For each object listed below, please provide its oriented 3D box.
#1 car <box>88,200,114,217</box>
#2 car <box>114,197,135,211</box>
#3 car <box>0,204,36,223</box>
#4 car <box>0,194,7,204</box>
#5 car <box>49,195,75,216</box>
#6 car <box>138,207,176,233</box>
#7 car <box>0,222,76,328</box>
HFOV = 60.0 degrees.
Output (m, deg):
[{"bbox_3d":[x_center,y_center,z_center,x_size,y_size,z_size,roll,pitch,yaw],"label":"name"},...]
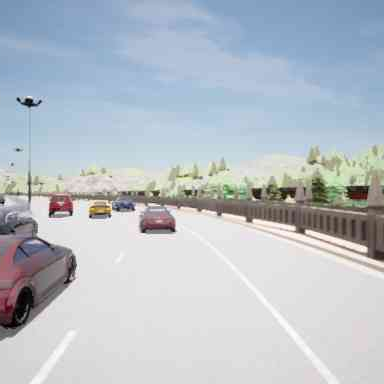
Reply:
[{"bbox_3d":[-8.781,1.510,31.536,1.882,1.535,5.008,0,0,-18],"label":"car"},{"bbox_3d":[-8.441,1.382,40.533,2.097,1.767,4.553,0,0,-22],"label":"car"},{"bbox_3d":[-8.252,1.523,14.434,2.128,1.511,4.902,0,0,-9],"label":"car"},{"bbox_3d":[-33.691,1.348,58.054,2.150,2.045,5.566,0,0,-30],"label":"car"},{"bbox_3d":[-13.041,1.270,33.293,2.150,2.045,5.566,0,0,-20],"label":"car"},{"bbox_3d":[-2.170,1.571,20.095,1.994,1.385,4.181,0,0,-11],"label":"car"},{"bbox_3d":[-3.872,1.579,6.928,1.994,1.385,4.181,0,0,-4],"label":"car"}]
